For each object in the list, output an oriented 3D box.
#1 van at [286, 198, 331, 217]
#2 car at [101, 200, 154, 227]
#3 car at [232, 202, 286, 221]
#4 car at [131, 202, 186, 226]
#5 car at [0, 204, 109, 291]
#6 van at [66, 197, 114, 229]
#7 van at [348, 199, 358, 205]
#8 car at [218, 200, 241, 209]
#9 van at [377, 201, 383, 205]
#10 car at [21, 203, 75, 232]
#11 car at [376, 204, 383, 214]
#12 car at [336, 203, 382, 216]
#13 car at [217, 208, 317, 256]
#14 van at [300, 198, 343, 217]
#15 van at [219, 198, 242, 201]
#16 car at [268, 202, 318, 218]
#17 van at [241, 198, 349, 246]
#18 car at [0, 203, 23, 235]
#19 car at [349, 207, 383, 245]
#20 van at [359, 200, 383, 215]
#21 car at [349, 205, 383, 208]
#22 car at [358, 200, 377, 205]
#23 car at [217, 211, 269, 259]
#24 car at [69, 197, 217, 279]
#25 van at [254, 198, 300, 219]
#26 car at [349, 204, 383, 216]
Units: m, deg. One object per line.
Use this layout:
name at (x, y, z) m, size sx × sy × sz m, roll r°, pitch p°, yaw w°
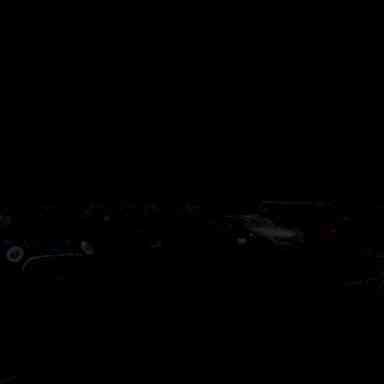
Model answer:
van at (13.047, 1.717, 37.501) m, size 1.878 × 1.987 × 4.442 m, roll 2°, pitch -1°, yaw -36°
car at (-4.919, 1.486, 24.783) m, size 2.185 × 1.767 × 4.553 m, roll 1°, pitch -1°, yaw -35°
car at (6.443, 1.808, 32.704) m, size 1.946 × 1.575 × 5.366 m, roll 1°, pitch -1°, yaw -36°
car at (-2.783, 1.649, 26.340) m, size 2.097 × 1.535 × 5.008 m, roll 1°, pitch -1°, yaw -36°
car at (-4.293, 1.365, 9.237) m, size 2.185 × 1.767 × 4.553 m, roll 1°, pitch -1°, yaw -36°
van at (-7.259, 1.346, 23.296) m, size 1.878 × 1.987 × 4.442 m, roll 1°, pitch -1°, yaw -36°
van at (17.425, 1.886, 40.912) m, size 1.878 × 1.987 × 4.442 m, roll 2°, pitch -1°, yaw -35°
car at (1.829, 1.732, 29.631) m, size 2.231 × 1.521 × 4.892 m, roll 1°, pitch -1°, yaw -36°
van at (16.125, 1.621, 23.629) m, size 1.878 × 1.987 × 4.442 m, roll 1°, pitch -1°, yaw -36°
car at (-9.445, 1.533, 21.584) m, size 2.231 × 1.521 × 4.892 m, roll 1°, pitch -1°, yaw -36°
car at (31.115, 2.621, 50.533) m, size 2.097 × 1.535 × 5.008 m, roll 2°, pitch -1°, yaw -35°
car at (22.100, 2.284, 44.098) m, size 2.097 × 1.535 × 5.008 m, roll 2°, pitch -1°, yaw -35°
car at (2.496, 1.648, 14.048) m, size 2.002 × 1.452 × 4.674 m, roll 1°, pitch -1°, yaw -36°
van at (15.273, 1.806, 39.376) m, size 1.878 × 1.987 × 4.442 m, roll 2°, pitch -1°, yaw -35°
van at (4.015, 1.545, 31.342) m, size 1.878 × 1.987 × 4.442 m, roll 1°, pitch -1°, yaw -36°
car at (10.840, 1.890, 36.076) m, size 2.097 × 1.535 × 5.008 m, roll 1°, pitch -1°, yaw -36°
van at (4.692, 1.422, 15.756) m, size 1.878 × 1.987 × 4.442 m, roll 1°, pitch -1°, yaw -36°
car at (-11.593, 1.491, 19.831) m, size 1.946 × 1.575 × 5.366 m, roll 1°, pitch -1°, yaw -36°
car at (7.014, 1.687, 17.276) m, size 2.097 × 1.535 × 5.008 m, roll 1°, pitch -1°, yaw -36°
van at (26.440, 2.223, 47.346) m, size 1.878 × 1.987 × 4.442 m, roll 2°, pitch -1°, yaw -35°
car at (11.552, 1.797, 20.471) m, size 2.163 × 1.488 × 4.792 m, roll 1°, pitch -1°, yaw -36°
car at (19.764, 1.945, 42.404) m, size 2.435 × 2.045 × 5.566 m, roll 2°, pitch -1°, yaw -35°
car at (0.222, 1.597, 12.458) m, size 2.163 × 1.488 × 4.792 m, roll 1°, pitch -1°, yaw -36°
car at (-2.001, 1.277, 10.800) m, size 2.435 × 2.045 × 5.566 m, roll 1°, pitch -1°, yaw -36°
van at (8.659, 1.625, 34.369) m, size 1.878 × 1.987 × 4.442 m, roll 1°, pitch -1°, yaw -36°
car at (24.351, 2.409, 45.710) m, size 2.002 × 1.452 × 4.674 m, roll 2°, pitch -1°, yaw -36°
